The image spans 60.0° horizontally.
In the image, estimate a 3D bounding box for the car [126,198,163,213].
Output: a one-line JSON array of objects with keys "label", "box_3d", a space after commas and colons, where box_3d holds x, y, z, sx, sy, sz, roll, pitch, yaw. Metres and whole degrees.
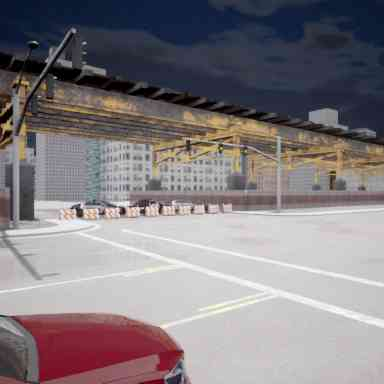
[{"label": "car", "box_3d": [-4.634, 1.295, 33.129, 1.853, 1.218, 4.536, 0, 0, 18]}]

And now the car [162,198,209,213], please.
[{"label": "car", "box_3d": [-0.748, 1.453, 36.848, 4.974, 1.542, 2.038, 0, 0, -7]}]

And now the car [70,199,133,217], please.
[{"label": "car", "box_3d": [-8.388, 1.453, 30.385, 4.974, 1.542, 2.038, 0, 0, 8]}]

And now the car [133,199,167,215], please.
[{"label": "car", "box_3d": [-4.649, 1.453, 33.079, 2.038, 1.542, 4.974, 0, 0, 18]}]

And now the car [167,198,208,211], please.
[{"label": "car", "box_3d": [-0.800, 1.295, 36.841, 4.536, 1.218, 1.853, 0, 0, -7]}]

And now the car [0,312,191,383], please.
[{"label": "car", "box_3d": [-2.160, 1.526, 2.226, 4.674, 1.442, 1.812, 0, 0, -35]}]

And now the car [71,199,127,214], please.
[{"label": "car", "box_3d": [-8.439, 1.295, 30.392, 4.536, 1.218, 1.853, 0, 0, 8]}]
